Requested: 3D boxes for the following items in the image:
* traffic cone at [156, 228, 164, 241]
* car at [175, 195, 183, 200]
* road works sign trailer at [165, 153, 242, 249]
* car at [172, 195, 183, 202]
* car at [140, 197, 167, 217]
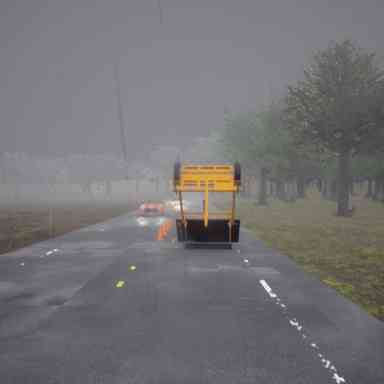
[{"bbox_3d":[-1.467,1.942,15.334,0.340,0.580,0.340,0,0,0],"label":"traffic cone"},{"bbox_3d":[-3.377,1.427,88.364,1.895,1.301,4.718,0,0,0],"label":"car"},{"bbox_3d":[0.548,0.920,11.782,2.380,3.560,2.880,0,45,4],"label":"road works sign trailer"},{"bbox_3d":[-3.400,1.384,72.095,1.837,1.490,4.892,0,0,0],"label":"car"},{"bbox_3d":[-3.557,1.320,31.072,2.097,1.767,4.553,0,0,0],"label":"car"}]
